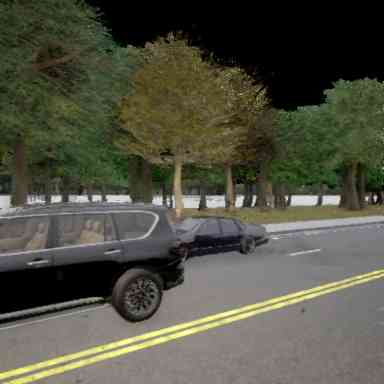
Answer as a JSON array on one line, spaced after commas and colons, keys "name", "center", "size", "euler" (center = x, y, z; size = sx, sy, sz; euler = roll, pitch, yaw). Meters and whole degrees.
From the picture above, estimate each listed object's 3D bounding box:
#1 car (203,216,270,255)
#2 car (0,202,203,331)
[{"name": "car", "center": [0.451, 1.577, 11.994], "size": [5.357, 1.411, 2.033], "euler": [0, 0, -36]}, {"name": "car", "center": [-2.736, 1.226, 5.727], "size": [5.566, 2.045, 2.150], "euler": [0, 0, -35]}]
